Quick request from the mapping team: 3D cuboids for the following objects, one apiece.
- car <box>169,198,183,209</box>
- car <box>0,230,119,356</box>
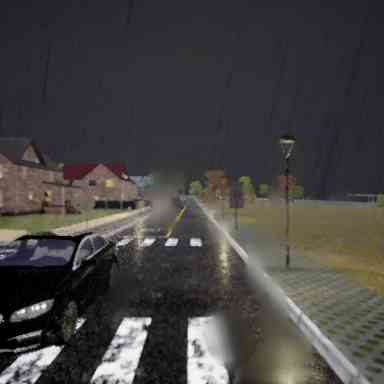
[{"bbox_3d":[-2.782,2.013,58.776,2.150,2.045,5.566,0,-1,0],"label":"car"},{"bbox_3d":[-2.749,1.563,6.546,2.128,1.511,4.902,0,-1,0],"label":"car"}]
